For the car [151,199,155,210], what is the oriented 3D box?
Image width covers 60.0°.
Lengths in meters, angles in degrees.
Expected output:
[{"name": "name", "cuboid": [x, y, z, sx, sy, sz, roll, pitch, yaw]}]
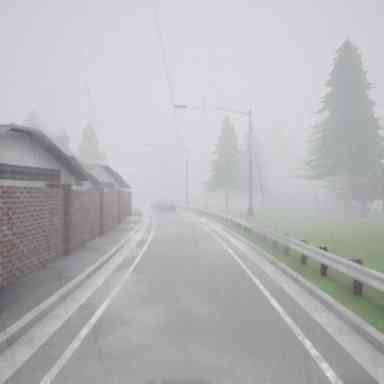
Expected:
[{"name": "car", "cuboid": [-5.059, 1.826, 50.536, 2.097, 1.767, 4.553, 0, -1, -13]}]

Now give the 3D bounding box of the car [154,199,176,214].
[{"name": "car", "cuboid": [-3.134, 1.858, 40.625, 1.882, 1.535, 5.008, 0, -1, -11]}]
